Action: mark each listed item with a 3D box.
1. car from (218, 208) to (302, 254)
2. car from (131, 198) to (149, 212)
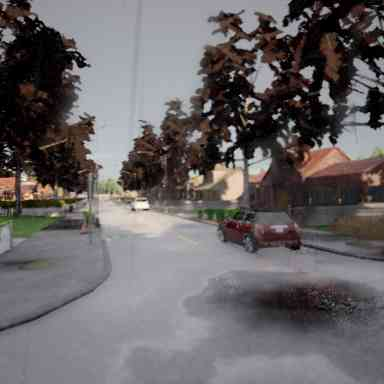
[{"bbox_3d":[2.717,1.480,14.443,2.097,1.767,4.553,-1,-1,-15],"label":"car"},{"bbox_3d":[-7.986,1.923,50.875,2.150,2.045,5.566,-1,-1,-16],"label":"car"}]
